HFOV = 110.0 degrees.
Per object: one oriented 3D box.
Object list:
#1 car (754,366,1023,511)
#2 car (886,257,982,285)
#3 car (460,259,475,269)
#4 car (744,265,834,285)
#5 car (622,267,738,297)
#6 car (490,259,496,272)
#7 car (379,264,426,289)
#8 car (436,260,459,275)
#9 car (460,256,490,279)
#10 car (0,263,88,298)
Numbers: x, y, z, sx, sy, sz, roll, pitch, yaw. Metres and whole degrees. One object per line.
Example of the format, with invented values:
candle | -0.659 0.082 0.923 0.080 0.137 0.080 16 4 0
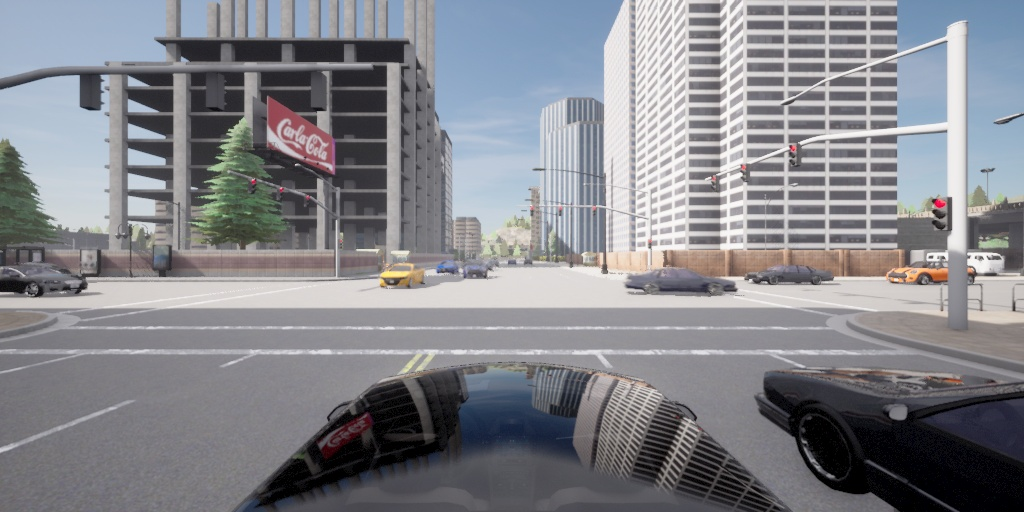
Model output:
car | 3.597 1.297 1.472 2.033 1.411 5.357 0 0 0
car | 29.656 1.122 25.539 4.553 1.767 2.097 0 0 1
car | -7.063 1.300 57.528 1.837 1.490 4.892 0 0 0
car | 19.648 1.318 25.518 5.357 1.411 2.033 0 0 0
car | 8.597 1.312 18.798 5.357 1.411 2.033 0 0 12
car | -3.578 1.337 48.234 2.033 1.411 5.357 0 0 0
car | -7.089 1.246 23.632 1.882 1.535 5.008 0 0 0
car | -7.083 1.260 39.782 1.882 1.535 5.008 0 0 0
car | -3.318 1.129 32.762 2.097 1.767 4.553 0 0 -3
car | -24.547 1.255 18.104 4.902 1.511 2.128 0 0 0
